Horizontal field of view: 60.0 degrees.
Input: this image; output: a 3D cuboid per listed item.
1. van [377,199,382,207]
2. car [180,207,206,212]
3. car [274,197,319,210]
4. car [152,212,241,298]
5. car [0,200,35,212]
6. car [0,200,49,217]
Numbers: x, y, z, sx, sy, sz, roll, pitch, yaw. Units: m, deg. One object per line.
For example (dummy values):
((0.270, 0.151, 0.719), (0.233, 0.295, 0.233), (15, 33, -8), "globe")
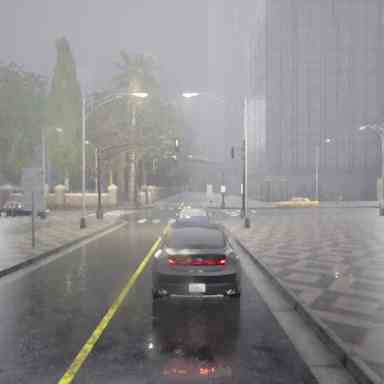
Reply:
((23.301, 0.967, 37.822), (3.998, 1.788, 1.690), (-1, 1, 0), "van")
((0.075, 1.519, 18.206), (2.033, 1.411, 5.357), (0, 0, 1), "car")
((11.893, 1.274, 37.883), (4.829, 1.417, 1.752), (-1, 1, 0), "car")
((0.093, 1.496, 8.475), (1.837, 1.490, 4.892), (0, 0, 0), "car")
((-20.453, 1.568, 38.046), (4.206, 1.307, 1.802), (0, 1, 0), "car")
((-14.960, 1.577, 29.492), (4.403, 1.369, 2.008), (0, 1, 0), "car")
